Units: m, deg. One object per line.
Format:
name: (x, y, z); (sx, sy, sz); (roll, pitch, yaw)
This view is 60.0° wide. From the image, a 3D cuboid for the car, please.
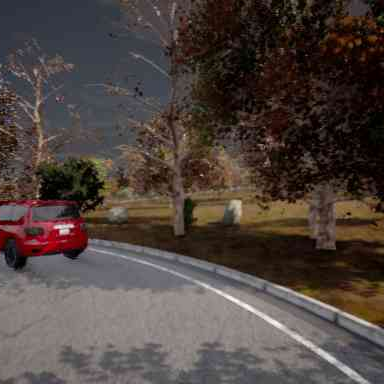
car: (-5.949, 1.304, 11.800); (5.566, 2.045, 2.150); (0, 0, 39)
